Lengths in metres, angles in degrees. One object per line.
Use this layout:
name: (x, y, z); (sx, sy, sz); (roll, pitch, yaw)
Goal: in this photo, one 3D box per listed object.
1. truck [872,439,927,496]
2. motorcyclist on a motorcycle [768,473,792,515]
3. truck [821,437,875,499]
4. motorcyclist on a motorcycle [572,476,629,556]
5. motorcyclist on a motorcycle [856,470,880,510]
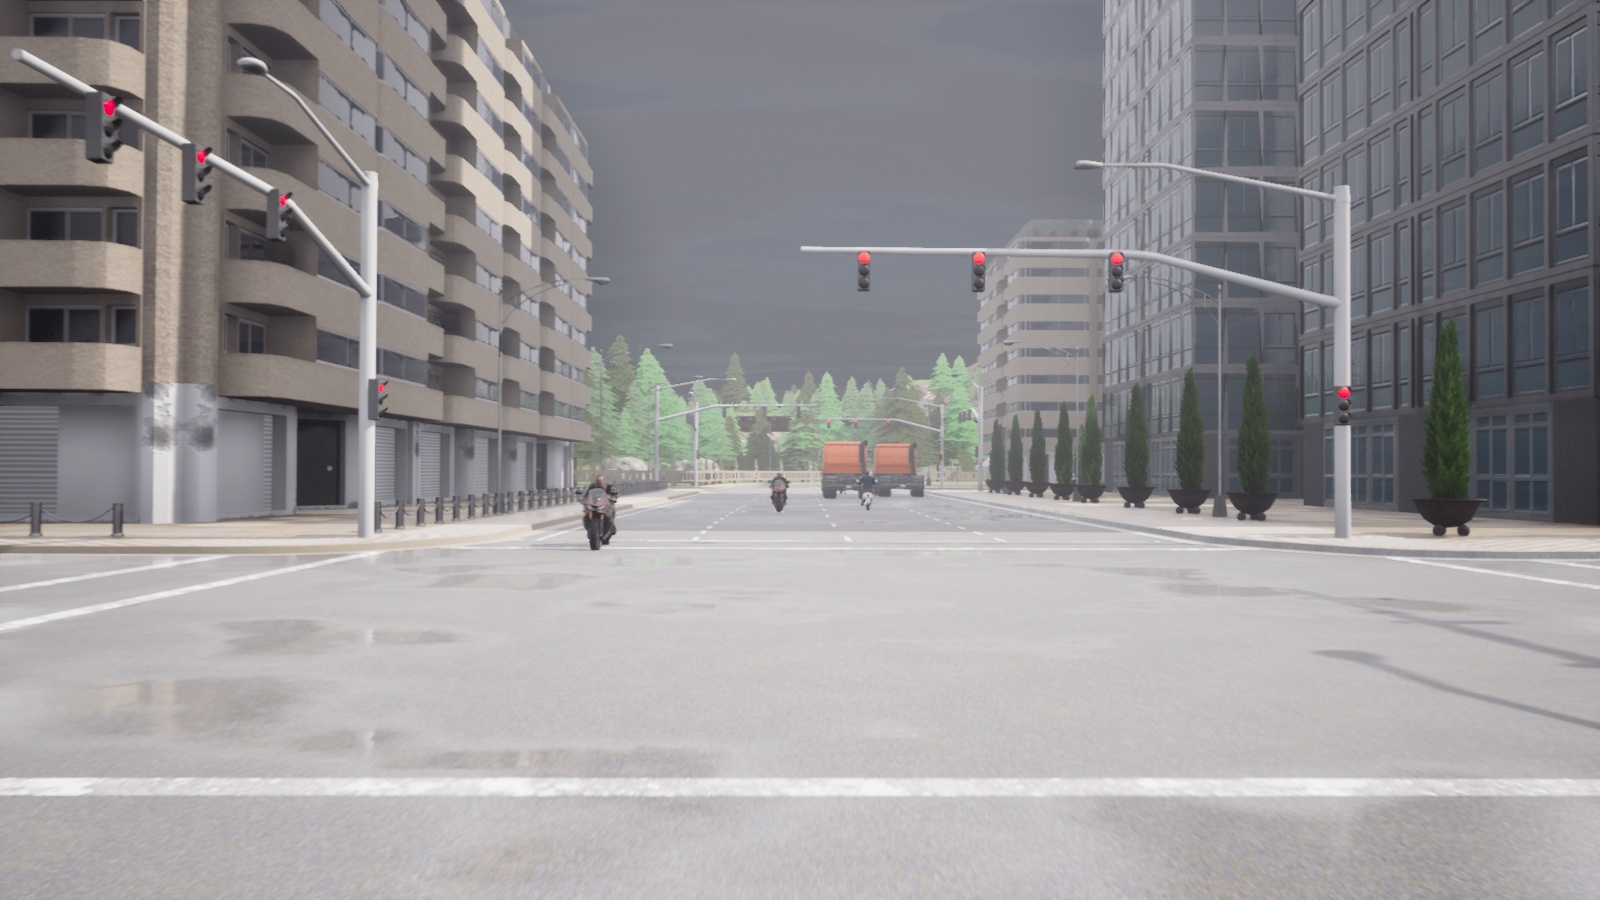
truck: (6.301, 1.154, 80.408); (2.891, 3.462, 7.936); (0, -1, 0)
motorcyclist on a motorcycle: (-0.753, 1.651, 47.713); (0.866, 1.530, 2.191); (0, -1, 0)
truck: (2.791, 1.072, 74.658); (2.891, 3.462, 7.936); (0, -1, 0)
motorcyclist on a motorcycle: (-4.038, 1.315, 25.576); (0.866, 1.530, 2.191); (0, 0, -1)
motorcyclist on a motorcycle: (2.752, 1.609, 50.888); (0.866, 1.590, 1.817); (0, -1, 0)
